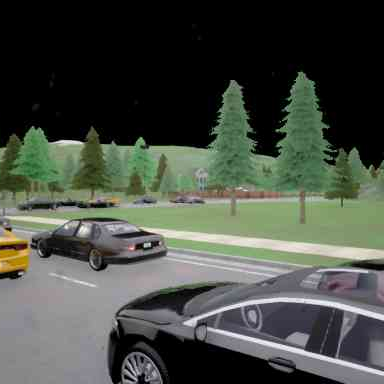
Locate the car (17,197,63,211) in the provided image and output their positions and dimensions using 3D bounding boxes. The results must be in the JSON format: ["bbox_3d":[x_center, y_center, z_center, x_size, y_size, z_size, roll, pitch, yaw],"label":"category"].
[{"bbox_3d":[-18.679,1.352,40.298,2.097,1.767,4.553,0,0,38],"label":"car"}]

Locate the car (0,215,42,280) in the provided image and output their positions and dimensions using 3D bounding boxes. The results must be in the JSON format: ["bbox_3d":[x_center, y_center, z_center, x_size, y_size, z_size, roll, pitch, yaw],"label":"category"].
[{"bbox_3d":[-6.252,1.478,8.860,5.008,1.535,1.882,0,0,38],"label":"car"}]

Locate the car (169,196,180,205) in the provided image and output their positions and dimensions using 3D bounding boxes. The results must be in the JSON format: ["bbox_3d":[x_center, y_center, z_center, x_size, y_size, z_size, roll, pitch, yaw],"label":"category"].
[{"bbox_3d":[-2.115,1.505,61.116,1.837,1.490,4.892,0,0,39],"label":"car"}]

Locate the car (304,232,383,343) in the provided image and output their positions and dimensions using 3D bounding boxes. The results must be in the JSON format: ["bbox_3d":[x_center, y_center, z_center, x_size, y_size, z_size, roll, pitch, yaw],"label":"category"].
[{"bbox_3d":[4.186,1.564,5.202,4.181,1.385,1.994,0,0,38],"label":"car"}]

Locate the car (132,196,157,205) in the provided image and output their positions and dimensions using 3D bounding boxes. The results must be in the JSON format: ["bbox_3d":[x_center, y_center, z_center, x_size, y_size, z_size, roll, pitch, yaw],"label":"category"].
[{"bbox_3d":[-8.385,1.492,58.868,2.128,1.511,4.902,0,0,38],"label":"car"}]

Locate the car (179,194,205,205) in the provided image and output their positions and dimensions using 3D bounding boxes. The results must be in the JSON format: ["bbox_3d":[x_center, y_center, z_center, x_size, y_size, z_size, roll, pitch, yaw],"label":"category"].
[{"bbox_3d":[0.403,1.525,58.657,1.812,1.442,4.674,0,0,38],"label":"car"}]

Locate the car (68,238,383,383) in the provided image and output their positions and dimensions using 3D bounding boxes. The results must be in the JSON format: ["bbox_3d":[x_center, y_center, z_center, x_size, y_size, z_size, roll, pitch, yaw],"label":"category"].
[{"bbox_3d":[1.220,1.492,3.080,4.902,1.511,2.128,0,0,38],"label":"car"}]

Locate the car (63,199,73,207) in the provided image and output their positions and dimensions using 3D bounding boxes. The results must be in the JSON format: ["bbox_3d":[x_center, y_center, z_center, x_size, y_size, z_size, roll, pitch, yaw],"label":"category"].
[{"bbox_3d":[-17.785,1.601,47.049,1.895,1.301,4.718,0,0,38],"label":"car"}]

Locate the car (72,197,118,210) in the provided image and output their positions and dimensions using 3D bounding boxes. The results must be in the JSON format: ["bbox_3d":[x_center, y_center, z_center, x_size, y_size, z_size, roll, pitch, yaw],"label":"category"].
[{"bbox_3d":[-12.350,1.600,42.638,1.895,1.301,4.718,0,0,38],"label":"car"}]

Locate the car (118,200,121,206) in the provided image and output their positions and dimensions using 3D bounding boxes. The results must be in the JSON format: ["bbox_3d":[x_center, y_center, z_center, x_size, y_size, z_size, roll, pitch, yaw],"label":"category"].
[{"bbox_3d":[-12.585,1.477,47.968,1.882,1.535,5.008,0,0,38],"label":"car"}]

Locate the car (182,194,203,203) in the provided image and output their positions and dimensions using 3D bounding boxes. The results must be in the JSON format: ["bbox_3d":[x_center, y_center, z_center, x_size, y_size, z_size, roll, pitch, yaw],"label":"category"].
[{"bbox_3d":[0.111,1.308,69.414,2.097,1.767,4.553,0,0,38],"label":"car"}]

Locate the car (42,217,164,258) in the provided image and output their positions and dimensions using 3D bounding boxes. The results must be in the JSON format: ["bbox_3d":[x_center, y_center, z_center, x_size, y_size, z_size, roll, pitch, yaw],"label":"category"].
[{"bbox_3d":[-3.245,1.547,10.955,5.357,1.411,2.033,0,0,38],"label":"car"}]

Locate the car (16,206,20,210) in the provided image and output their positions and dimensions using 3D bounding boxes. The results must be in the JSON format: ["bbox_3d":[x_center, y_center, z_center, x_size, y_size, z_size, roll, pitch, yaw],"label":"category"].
[{"bbox_3d":[-11.231,1.547,17.095,5.357,1.411,2.033,0,0,38],"label":"car"}]
